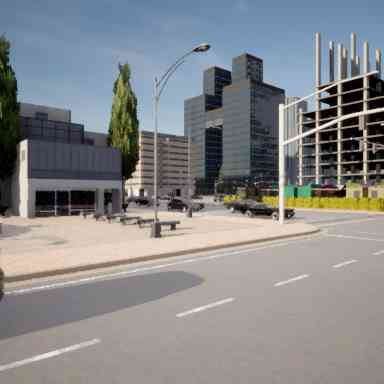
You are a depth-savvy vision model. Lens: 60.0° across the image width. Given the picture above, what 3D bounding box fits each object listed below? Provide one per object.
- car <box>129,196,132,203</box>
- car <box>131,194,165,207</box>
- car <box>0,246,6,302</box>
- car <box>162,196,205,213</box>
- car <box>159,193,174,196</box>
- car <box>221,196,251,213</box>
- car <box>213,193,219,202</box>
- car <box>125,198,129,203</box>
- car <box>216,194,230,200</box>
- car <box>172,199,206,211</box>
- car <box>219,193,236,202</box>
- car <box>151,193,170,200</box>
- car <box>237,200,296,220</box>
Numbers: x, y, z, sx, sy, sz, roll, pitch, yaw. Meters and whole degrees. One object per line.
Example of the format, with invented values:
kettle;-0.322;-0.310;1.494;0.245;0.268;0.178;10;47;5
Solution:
car;-11.717;1.491;68.910;2.128;1.511;4.902;0;0;-38
car;-6.803;1.491;51.034;2.128;1.511;4.902;0;0;-38
car;-5.640;1.221;4.391;5.566;2.045;2.150;0;0;-34
car;-0.996;1.503;37.952;1.837;1.490;4.892;0;1;-38
car;-6.380;1.156;85.082;3.866;1.878;1.905;0;0;-40
car;5.774;1.492;34.998;2.128;1.511;4.902;0;0;-38
car;6.165;1.156;69.992;3.866;1.878;1.905;0;0;-40
car;-15.228;1.505;67.713;1.837;1.490;4.892;0;0;-38
car;8.798;1.395;94.140;3.806;1.475;1.970;0;0;-40
car;-0.428;1.601;42.894;1.895;1.301;4.718;0;0;-38
car;8.003;1.395;67.756;3.806;1.475;1.970;0;0;-40
car;-8.185;1.153;87.346;4.605;1.855;1.932;0;0;-40
car;6.438;1.601;28.491;1.895;1.301;4.718;0;0;-38
